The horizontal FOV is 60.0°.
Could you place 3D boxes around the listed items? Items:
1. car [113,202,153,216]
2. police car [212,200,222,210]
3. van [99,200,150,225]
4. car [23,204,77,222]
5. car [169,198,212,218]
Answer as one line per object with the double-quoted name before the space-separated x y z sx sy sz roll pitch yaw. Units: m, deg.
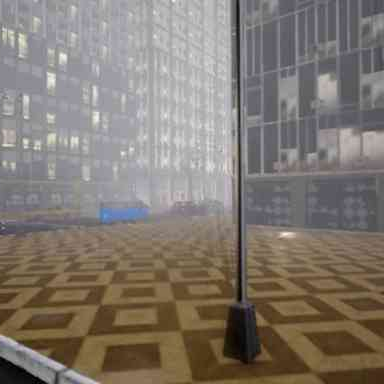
"car" -6.560 1.845 37.315 1.802 1.307 4.206 -1 0 38
"police car" 2.052 1.674 44.308 1.930 1.638 5.238 -1 0 38
"van" -5.275 1.539 25.881 1.690 1.788 3.998 -1 0 38
"car" -12.665 1.785 29.590 1.752 1.417 4.829 -1 0 38
"car" -0.315 1.642 32.512 1.967 1.590 4.097 -1 0 38
